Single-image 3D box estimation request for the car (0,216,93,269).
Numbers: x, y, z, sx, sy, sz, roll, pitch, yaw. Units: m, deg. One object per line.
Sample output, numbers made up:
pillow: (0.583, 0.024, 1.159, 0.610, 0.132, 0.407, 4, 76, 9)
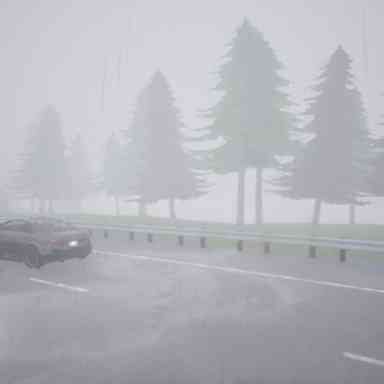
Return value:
car: (-5.298, 1.496, 10.834, 4.181, 1.385, 1.994, 0, 0, 28)
